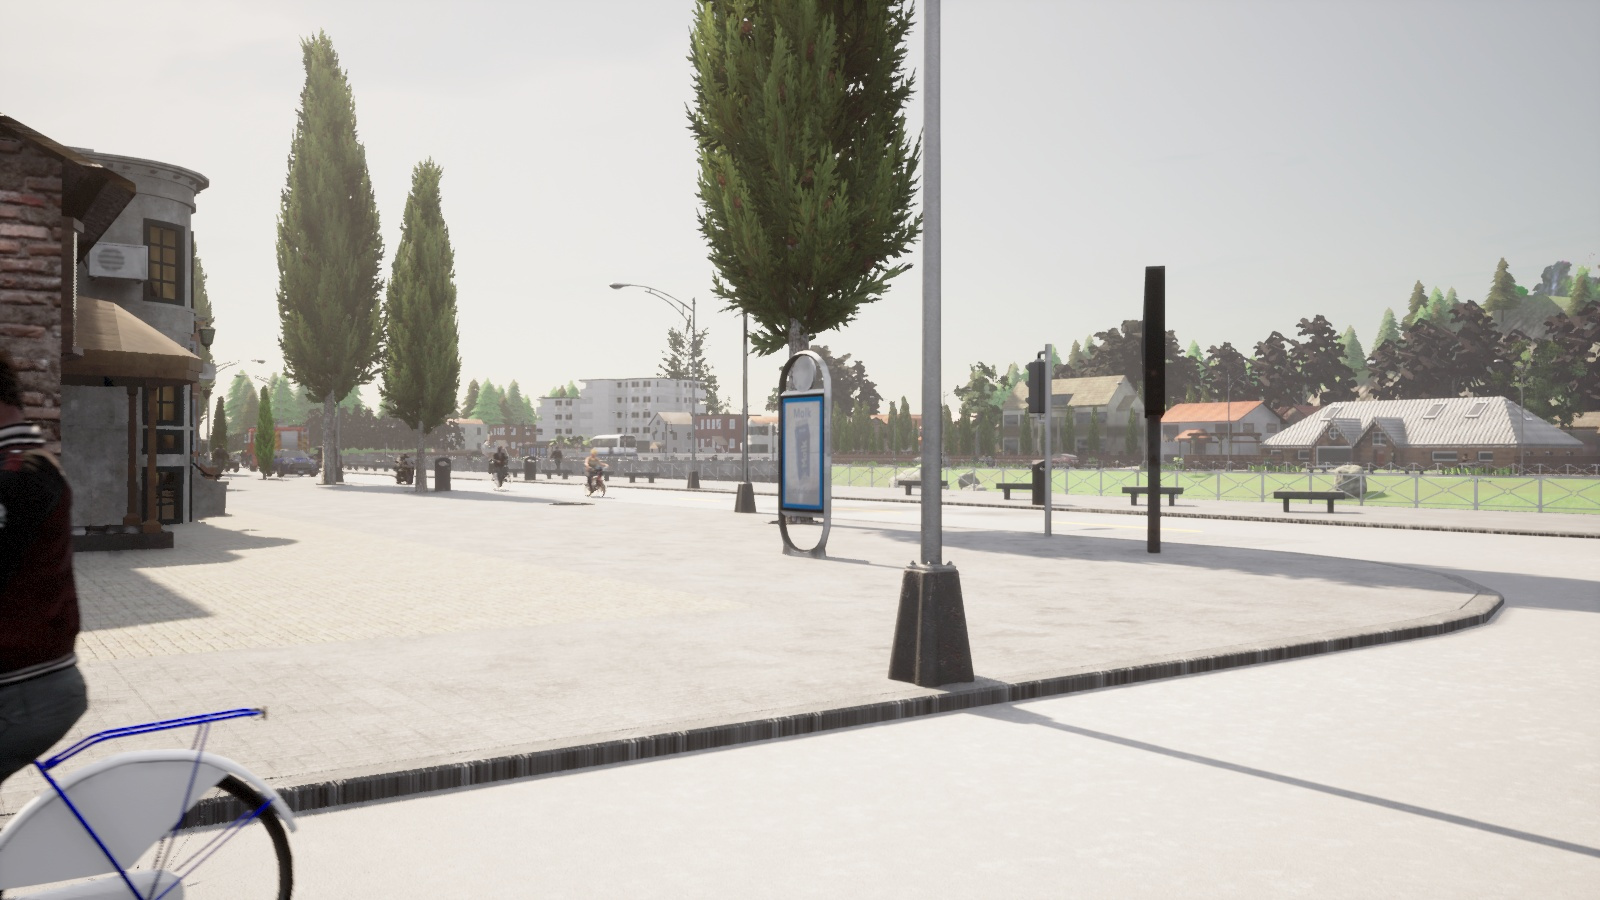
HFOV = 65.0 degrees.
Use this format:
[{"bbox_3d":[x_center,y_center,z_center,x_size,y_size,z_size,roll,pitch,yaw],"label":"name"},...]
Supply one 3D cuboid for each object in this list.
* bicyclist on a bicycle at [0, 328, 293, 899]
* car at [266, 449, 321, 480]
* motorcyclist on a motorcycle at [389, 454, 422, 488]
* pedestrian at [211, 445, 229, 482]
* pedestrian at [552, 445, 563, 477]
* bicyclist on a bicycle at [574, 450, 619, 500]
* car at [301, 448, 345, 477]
[{"bbox_3d":[-2.169,0.627,2.767,1.843,1.776,0.659,0,0,-35],"label":"bicyclist on a bicycle"},{"bbox_3d":[-30.427,0.852,75.302,2.097,1.767,4.553,0,0,-35],"label":"car"},{"bbox_3d":[-18.113,0.959,57.633,0.866,1.530,2.191,0,0,-35],"label":"motorcyclist on a motorcycle"},{"bbox_3d":[-29.468,0.673,63.825,0.563,1.883,0.849,0,0,-43],"label":"pedestrian"},{"bbox_3d":[-14.201,0.664,73.460,0.376,1.854,0.720,0,0,-36],"label":"pedestrian"},{"bbox_3d":[-6.694,0.796,41.249,0.866,1.612,1.509,0,0,-35],"label":"bicyclist on a bicycle"},{"bbox_3d":[-32.279,0.817,84.951,1.905,1.878,3.866,0,0,-35],"label":"car"}]
